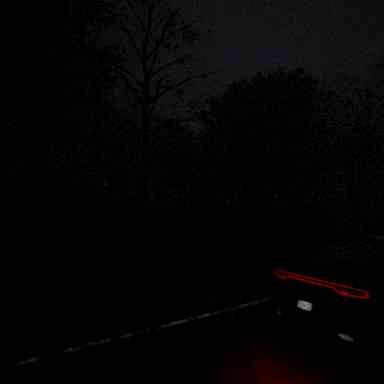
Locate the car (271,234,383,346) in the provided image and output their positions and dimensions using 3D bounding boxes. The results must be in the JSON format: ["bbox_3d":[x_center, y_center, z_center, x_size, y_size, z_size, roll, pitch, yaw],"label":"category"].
[{"bbox_3d":[3.684,1.551,6.346,5.008,1.535,1.882,1,0,-35],"label":"car"}]
